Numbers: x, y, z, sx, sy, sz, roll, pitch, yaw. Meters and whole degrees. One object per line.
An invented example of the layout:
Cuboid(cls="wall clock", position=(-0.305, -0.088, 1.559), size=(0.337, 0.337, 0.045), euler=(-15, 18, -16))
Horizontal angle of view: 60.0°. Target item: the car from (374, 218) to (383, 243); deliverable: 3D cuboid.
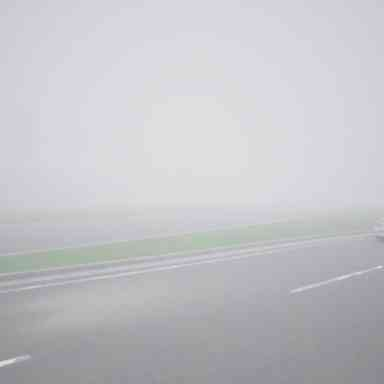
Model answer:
Cuboid(cls="car", position=(9.678, 1.456, 14.145), size=(4.674, 1.442, 1.812), euler=(0, 0, -30))
